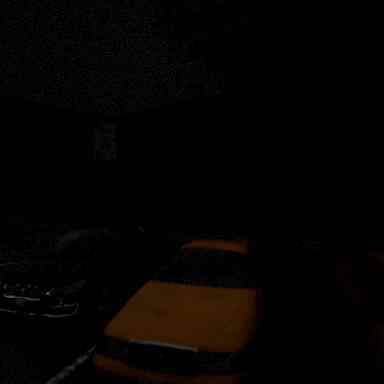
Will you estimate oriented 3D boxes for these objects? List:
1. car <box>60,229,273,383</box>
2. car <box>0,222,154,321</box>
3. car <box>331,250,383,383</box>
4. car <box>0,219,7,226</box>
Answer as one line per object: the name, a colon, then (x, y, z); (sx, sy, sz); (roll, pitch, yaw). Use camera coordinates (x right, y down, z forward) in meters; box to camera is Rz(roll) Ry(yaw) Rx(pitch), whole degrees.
car: (0.387, 1.476, 5.596); (1.946, 1.575, 5.366); (1, -1, 16)
car: (-2.001, 1.478, 7.525); (2.231, 1.521, 4.892); (1, -1, 16)
car: (2.831, 1.481, 3.853); (1.946, 1.575, 5.366); (1, -1, 15)
car: (-9.322, 1.504, 12.760); (2.002, 1.452, 4.674); (1, -1, 16)
